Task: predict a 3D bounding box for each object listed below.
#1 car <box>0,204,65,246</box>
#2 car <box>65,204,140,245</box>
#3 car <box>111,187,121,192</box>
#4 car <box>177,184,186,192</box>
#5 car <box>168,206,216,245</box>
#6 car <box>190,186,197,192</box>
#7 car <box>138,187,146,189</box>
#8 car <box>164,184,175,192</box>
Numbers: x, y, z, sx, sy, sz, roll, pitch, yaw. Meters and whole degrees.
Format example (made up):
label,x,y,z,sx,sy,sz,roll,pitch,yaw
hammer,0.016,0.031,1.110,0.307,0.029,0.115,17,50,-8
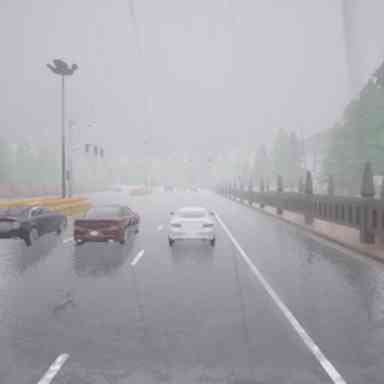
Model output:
label,x,y,z,sx,sy,sz,roll,pitch,yaw
car,-6.987,1.273,14.217,2.128,1.511,4.902,0,2,0
car,-3.485,1.254,14.378,1.882,1.535,5.008,0,2,0
car,-20.571,-0.661,90.196,1.994,1.385,4.181,0,2,0
car,-3.061,-0.809,91.951,1.882,1.535,5.008,0,2,0
car,0.014,1.305,14.275,1.812,1.442,4.674,0,2,0
car,0.438,-0.762,91.933,1.812,1.442,4.674,0,2,0
car,-13.572,-0.673,90.157,2.033,1.411,5.357,0,2,0
car,-6.561,-1.063,91.994,2.150,2.045,5.566,0,2,0
